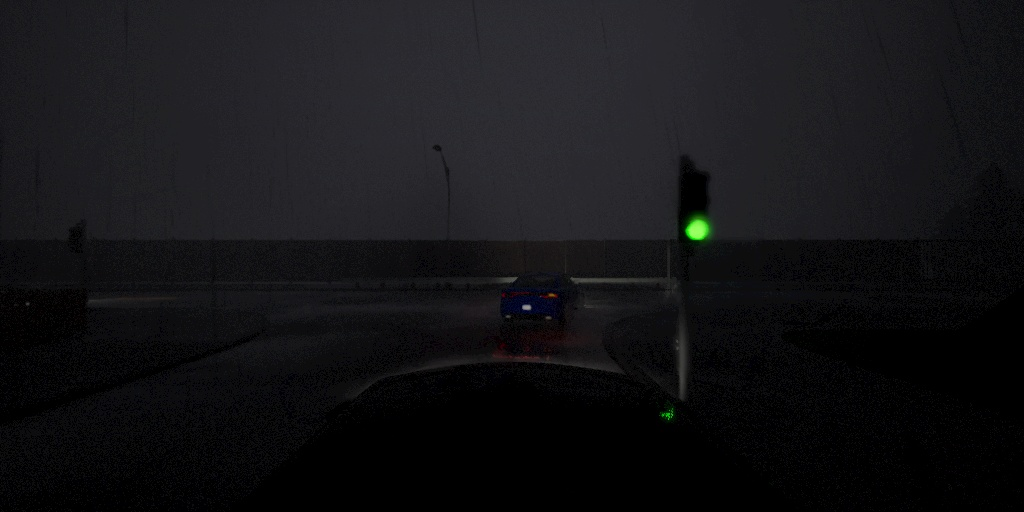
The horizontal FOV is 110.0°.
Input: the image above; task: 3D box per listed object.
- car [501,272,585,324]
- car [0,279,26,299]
[{"bbox_3d":[1.180,1.267,12.268,1.882,1.535,5.008,-1,0,18],"label":"car"},{"bbox_3d":[-23.771,1.365,15.324,4.181,1.385,1.994,0,0,0],"label":"car"}]
